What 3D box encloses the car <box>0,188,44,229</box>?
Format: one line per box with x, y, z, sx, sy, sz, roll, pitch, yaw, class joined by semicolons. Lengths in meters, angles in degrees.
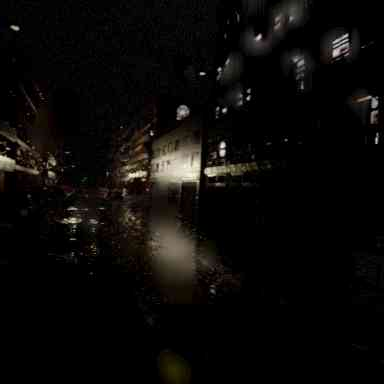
-8.527;0.801;15.875;1.967;1.590;4.097;4;0;-19;car

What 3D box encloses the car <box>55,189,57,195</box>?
-12.129;0.655;26.557;1.802;1.307;4.206;4;0;-19;car

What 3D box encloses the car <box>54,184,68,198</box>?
-19.294;-0.189;47.918;2.192;1.841;5.009;4;0;-19;car

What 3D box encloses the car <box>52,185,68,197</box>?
-21.099;-0.209;53.258;1.967;1.590;4.097;4;0;-19;car

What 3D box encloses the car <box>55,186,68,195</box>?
-22.902;-0.249;58.600;1.887;1.381;4.507;4;0;-19;car

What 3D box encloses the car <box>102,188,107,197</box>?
-14.977;0.263;61.275;1.887;1.381;4.507;4;0;-19;car

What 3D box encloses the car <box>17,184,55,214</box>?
-10.314;0.532;21.215;2.192;1.841;5.009;4;0;-19;car

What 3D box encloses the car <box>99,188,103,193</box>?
-22.160;-0.310;82.636;2.008;1.369;4.403;4;0;-19;car

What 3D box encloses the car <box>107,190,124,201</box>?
-11.438;0.529;50.755;1.752;1.417;4.829;4;0;-19;car
